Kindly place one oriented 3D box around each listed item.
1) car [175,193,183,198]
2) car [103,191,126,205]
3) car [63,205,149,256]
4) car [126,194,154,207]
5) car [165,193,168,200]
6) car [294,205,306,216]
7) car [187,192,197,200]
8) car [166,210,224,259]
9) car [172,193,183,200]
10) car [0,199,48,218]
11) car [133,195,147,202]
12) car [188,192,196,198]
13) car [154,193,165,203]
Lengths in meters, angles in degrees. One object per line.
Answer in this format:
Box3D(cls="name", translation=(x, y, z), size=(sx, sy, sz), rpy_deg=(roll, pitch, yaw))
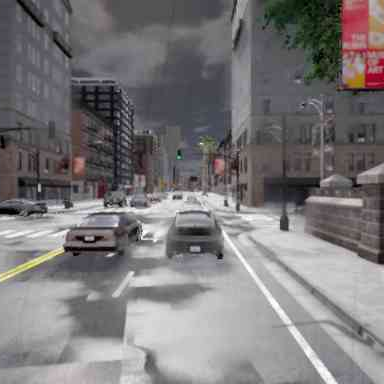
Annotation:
Box3D(cls="car", translation=(-3.246, 0.833, 82.177), size=(1.895, 1.301, 4.718), rpy_deg=(0, 0, 0))
Box3D(cls="car", translation=(-9.841, 0.934, 43.001), size=(2.150, 2.045, 5.566), rpy_deg=(0, 1, -1))
Box3D(cls="car", translation=(-3.150, 1.464, 12.743), size=(2.033, 1.411, 5.357), rpy_deg=(0, 0, 0))
Box3D(cls="car", translation=(-6.585, 1.068, 42.603), size=(2.097, 1.767, 4.553), rpy_deg=(0, 0, 0))
Box3D(cls="car", translation=(-6.497, 0.928, 75.000), size=(1.837, 1.490, 4.892), rpy_deg=(0, 0, 0))
Box3D(cls="car", translation=(11.299, 1.438, 29.795), size=(4.206, 1.307, 1.802), rpy_deg=(0, 0, 2))
Box3D(cls="car", translation=(0.004, 1.002, 72.146), size=(1.812, 1.442, 4.674), rpy_deg=(0, 0, 0))
Box3D(cls="car", translation=(0.099, 1.424, 12.228), size=(1.837, 1.490, 4.892), rpy_deg=(0, 0, 0))
Box3D(cls="car", translation=(-3.245, 1.002, 72.145), size=(1.812, 1.442, 4.674), rpy_deg=(0, 0, 0))
Box3D(cls="car", translation=(-14.191, 1.300, 26.954), size=(4.902, 1.511, 2.128), rpy_deg=(0, 0, 12))
Box3D(cls="car", translation=(-9.748, 1.168, 62.357), size=(1.895, 1.301, 4.718), rpy_deg=(0, 0, 0))
Box3D(cls="car", translation=(0.004, 0.778, 82.146), size=(2.033, 1.411, 5.357), rpy_deg=(0, 0, 0))
Box3D(cls="car", translation=(-6.531, 1.065, 59.742), size=(1.882, 1.535, 5.008), rpy_deg=(0, 0, 0))
